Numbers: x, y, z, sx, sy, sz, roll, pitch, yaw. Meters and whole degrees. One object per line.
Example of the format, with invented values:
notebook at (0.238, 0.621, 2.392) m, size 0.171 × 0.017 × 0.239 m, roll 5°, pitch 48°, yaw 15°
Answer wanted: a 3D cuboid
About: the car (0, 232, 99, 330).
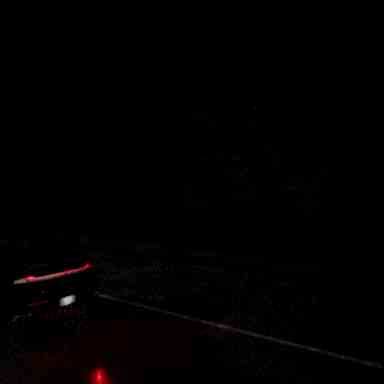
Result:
car at (-4.006, 1.588, 6.848) m, size 4.902 × 1.511 × 2.128 m, roll -1°, pitch -1°, yaw 35°
